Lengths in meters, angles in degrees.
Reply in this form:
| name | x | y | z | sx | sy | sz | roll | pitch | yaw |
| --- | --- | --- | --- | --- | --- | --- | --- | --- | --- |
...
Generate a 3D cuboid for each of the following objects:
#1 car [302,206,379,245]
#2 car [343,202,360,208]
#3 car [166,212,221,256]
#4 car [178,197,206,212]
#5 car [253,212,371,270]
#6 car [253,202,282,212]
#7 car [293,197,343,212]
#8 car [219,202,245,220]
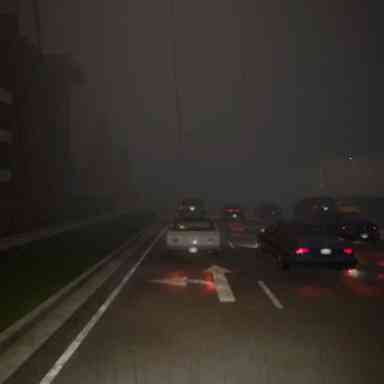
| name | x | y | z | sx | sy | sz | roll | pitch | yaw |
| --- | --- | --- | --- | --- | --- | --- | --- | --- | --- |
| car | 7.074 | 1.635 | 15.940 | 1.812 | 1.442 | 4.674 | 0 | 0 | 0 |
| car | 14.079 | 1.693 | 31.514 | 1.882 | 1.535 | 5.008 | 0 | 0 | 0 |
| car | 0.061 | 1.695 | 13.548 | 1.895 | 1.301 | 4.718 | 0 | 0 | 0 |
| car | 0.004 | 1.422 | 28.803 | 2.150 | 2.045 | 5.566 | 0 | 0 | -1 |
| car | 3.542 | 1.625 | 11.245 | 2.033 | 1.411 | 5.357 | 0 | 0 | 1 |
| car | 7.080 | 1.693 | 31.526 | 1.882 | 1.535 | 5.008 | 0 | 0 | 0 |
| car | 10.567 | 1.421 | 28.866 | 2.150 | 2.045 | 5.566 | 0 | 0 | 0 |
| car | 3.572 | 1.713 | 30.070 | 1.837 | 1.490 | 4.892 | 0 | 0 | 0 |
